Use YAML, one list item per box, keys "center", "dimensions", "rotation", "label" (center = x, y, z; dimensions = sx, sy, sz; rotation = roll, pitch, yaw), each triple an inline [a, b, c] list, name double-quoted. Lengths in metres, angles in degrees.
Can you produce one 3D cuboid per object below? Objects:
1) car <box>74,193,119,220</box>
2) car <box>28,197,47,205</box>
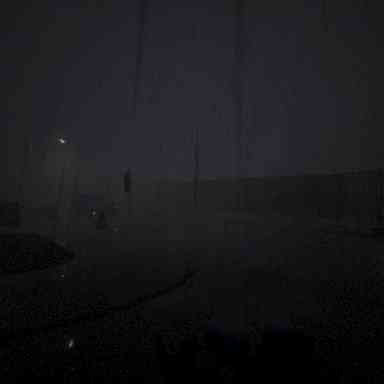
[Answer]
- center: [-7.961, 1.126, 27.252]
  dimensions: [2.150, 2.045, 5.566]
  rotation: [-1, 0, -35]
  label: "car"
- center: [-21.591, 1.397, 46.498]
  dimensions: [2.128, 1.511, 4.902]
  rotation: [-1, 0, -35]
  label: "car"
